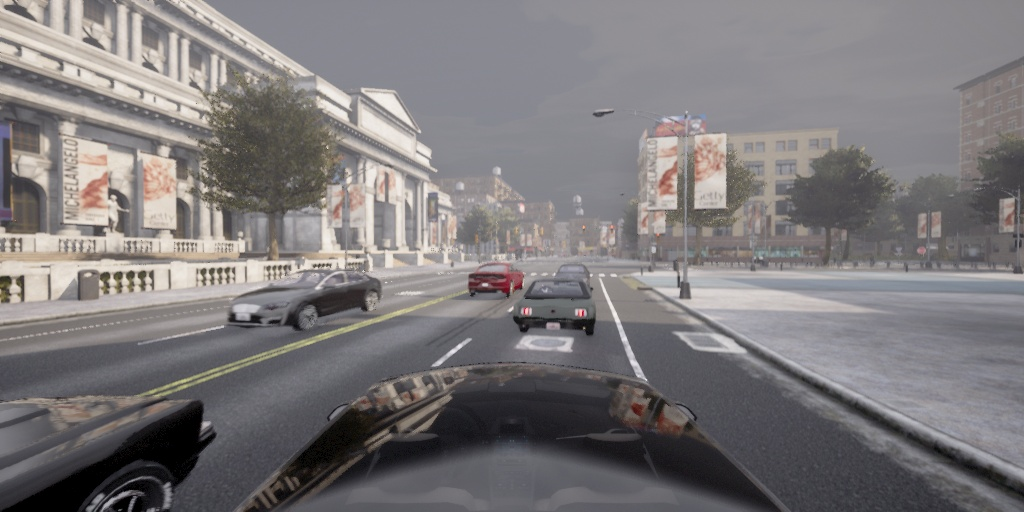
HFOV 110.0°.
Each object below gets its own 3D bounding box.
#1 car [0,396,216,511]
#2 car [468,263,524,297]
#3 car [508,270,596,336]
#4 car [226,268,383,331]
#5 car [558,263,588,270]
[{"bbox_3d":[-3.340,1.363,0.744,1.895,1.301,4.718,0,1,0],"label":"car"},{"bbox_3d":[-0.634,1.060,17.695,1.882,1.535,5.008,0,1,12],"label":"car"},{"bbox_3d":[1.360,1.261,10.198,1.895,1.301,4.718,0,1,11],"label":"car"},{"bbox_3d":[-5.840,1.151,10.832,2.128,1.511,4.902,0,0,11],"label":"car"},{"bbox_3d":[3.327,1.108,19.540,2.033,1.411,5.357,0,1,12],"label":"car"}]
